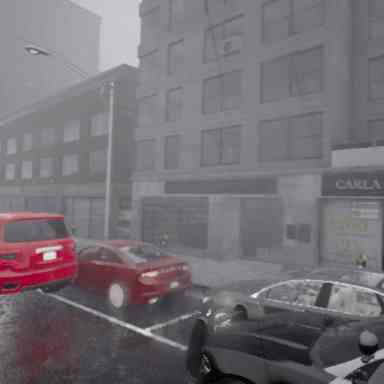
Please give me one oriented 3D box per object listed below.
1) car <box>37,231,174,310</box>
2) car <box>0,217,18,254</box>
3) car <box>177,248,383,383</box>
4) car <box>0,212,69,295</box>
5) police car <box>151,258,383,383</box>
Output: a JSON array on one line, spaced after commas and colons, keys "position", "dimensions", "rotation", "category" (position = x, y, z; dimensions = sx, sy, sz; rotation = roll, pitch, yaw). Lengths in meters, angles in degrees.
[{"position": [-2.059, 1.939, 8.777], "dimensions": [4.507, 1.381, 1.887], "rotation": [-1, -3, 42], "category": "car"}, {"position": [-10.303, 2.021, 16.076], "dimensions": [4.097, 1.590, 1.967], "rotation": [-1, -3, 42], "category": "car"}, {"position": [2.063, 1.852, 5.129], "dimensions": [4.403, 1.369, 2.008], "rotation": [-1, -3, 42], "category": "car"}, {"position": [-5.442, 1.528, 8.568], "dimensions": [5.566, 2.045, 2.150], "rotation": [-1, -3, 29], "category": "car"}, {"position": [2.178, 1.607, 2.565], "dimensions": [5.238, 1.638, 1.930], "rotation": [-1, -4, 41], "category": "police car"}]
